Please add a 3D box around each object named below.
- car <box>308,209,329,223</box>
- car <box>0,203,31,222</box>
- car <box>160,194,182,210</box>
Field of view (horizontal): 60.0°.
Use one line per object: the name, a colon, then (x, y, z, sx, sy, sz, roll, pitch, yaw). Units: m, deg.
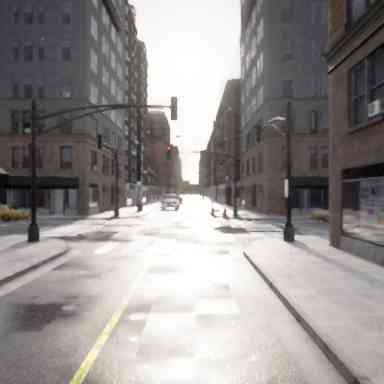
car: (11.629, 1.606, 25.986, 4.829, 1.417, 1.752, 0, 0, 0)
car: (-15.254, 1.582, 26.019, 4.829, 1.417, 1.752, 0, 0, 0)
car: (-2.845, 1.301, 43.617, 2.150, 2.045, 5.566, 0, 0, 0)
